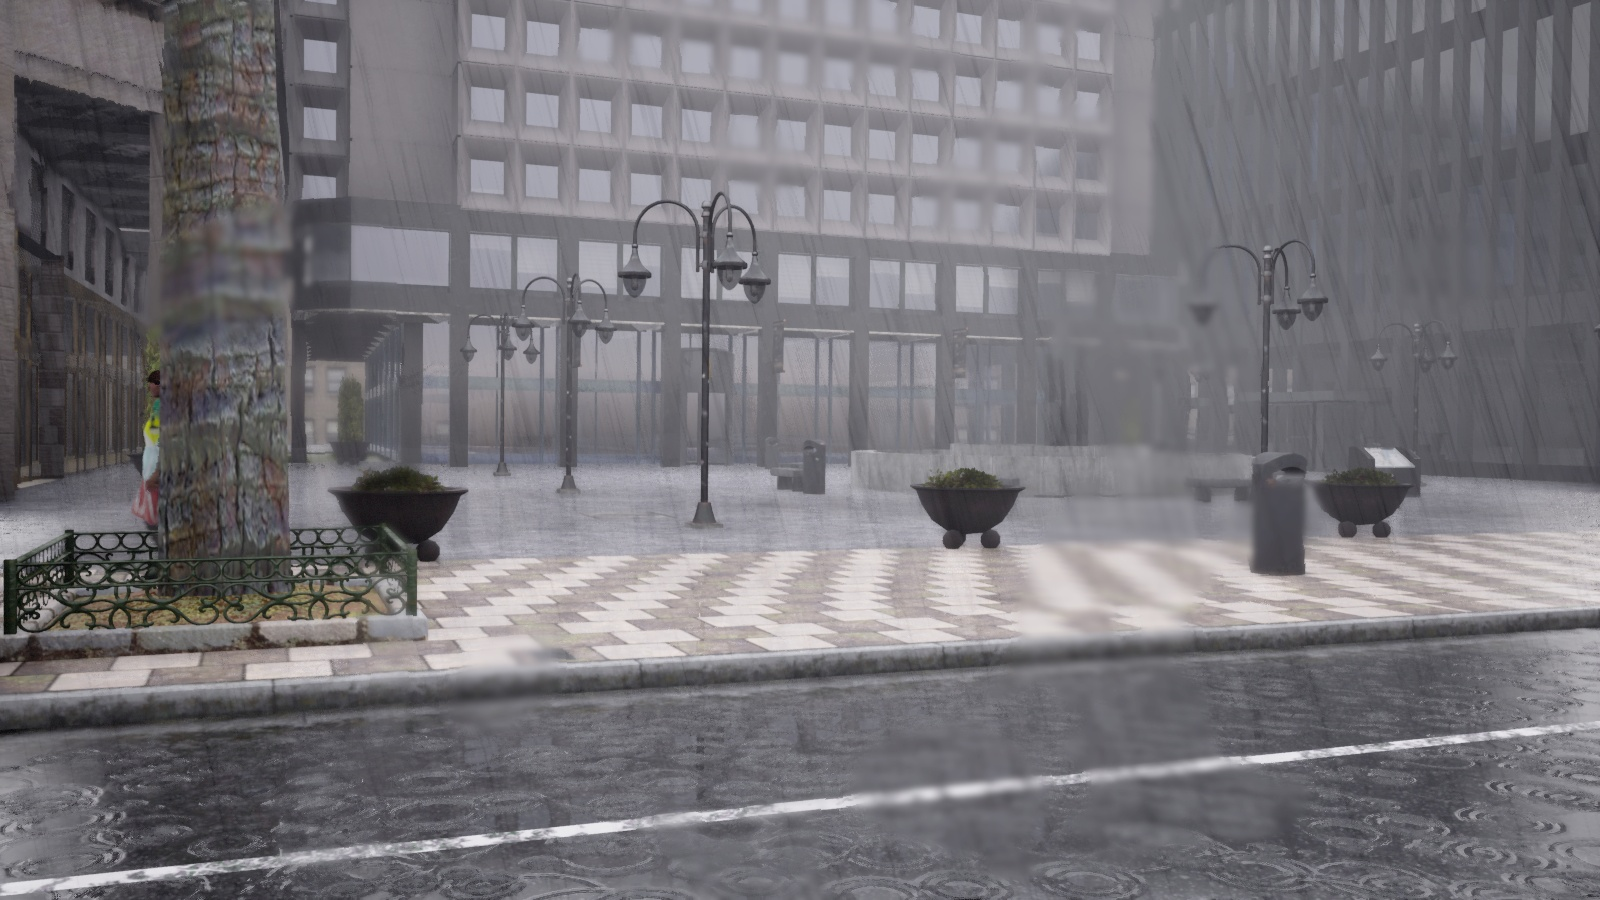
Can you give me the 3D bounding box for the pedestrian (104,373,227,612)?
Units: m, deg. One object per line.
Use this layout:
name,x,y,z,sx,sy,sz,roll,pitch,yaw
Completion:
pedestrian,-5.388,0.339,10.716,0.873,1.952,0.659,-1,1,-24
